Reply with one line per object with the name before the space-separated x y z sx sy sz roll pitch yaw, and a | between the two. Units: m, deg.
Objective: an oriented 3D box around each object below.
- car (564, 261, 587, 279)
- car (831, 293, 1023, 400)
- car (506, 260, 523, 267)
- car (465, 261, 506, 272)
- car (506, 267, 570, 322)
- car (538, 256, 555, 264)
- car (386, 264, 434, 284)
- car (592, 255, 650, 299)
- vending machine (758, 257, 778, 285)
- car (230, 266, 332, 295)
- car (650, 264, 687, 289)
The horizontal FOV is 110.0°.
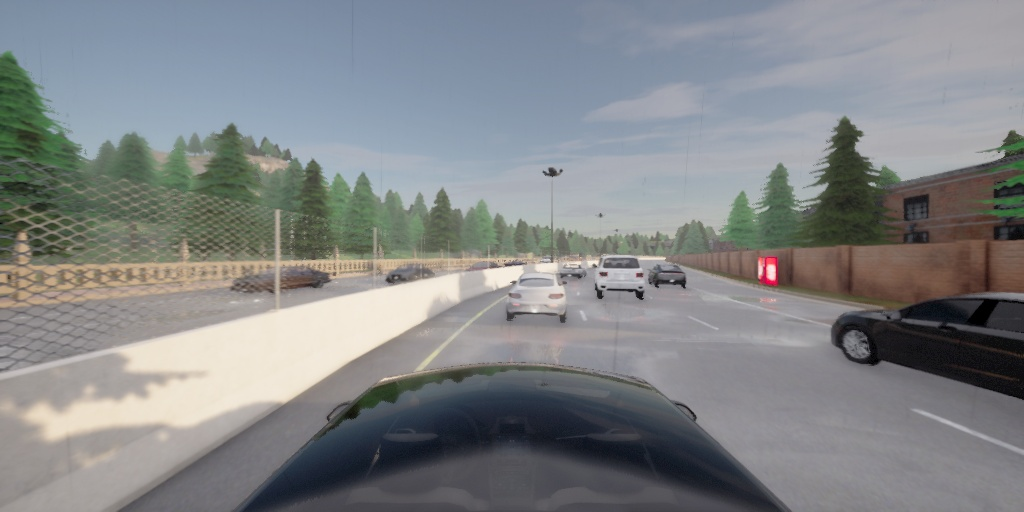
car | 5.654 1.377 32.706 1.895 1.301 4.718 0 0 19
car | 7.302 1.288 5.219 1.837 1.490 4.892 0 0 2
car | 0.370 1.354 59.158 1.895 1.301 4.718 0 0 21
car | -2.434 1.217 31.078 1.882 1.535 5.008 0 0 17
car | 0.911 1.280 12.320 1.812 1.442 4.674 0 0 7
car | 6.366 1.002 65.053 2.150 2.045 5.566 0 0 21
car | -7.370 1.281 26.221 1.994 1.385 4.181 0 0 14
car | 5.414 0.996 18.575 2.150 2.045 5.566 0 0 11
vending machine | 17.598 1.024 24.669 1.100 2.100 0.880 0 0 17
car | -12.360 1.243 19.793 2.033 1.411 5.357 0 0 10
car | 10.273 1.288 23.946 2.128 1.511 4.902 0 0 15
